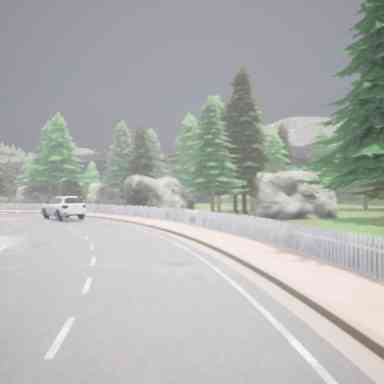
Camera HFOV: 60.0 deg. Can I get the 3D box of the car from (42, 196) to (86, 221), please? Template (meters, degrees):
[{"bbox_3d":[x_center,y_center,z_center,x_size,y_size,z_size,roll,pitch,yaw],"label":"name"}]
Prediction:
[{"bbox_3d":[-11.388,1.409,29.450,2.150,2.045,5.566,0,-1,-42],"label":"car"}]
